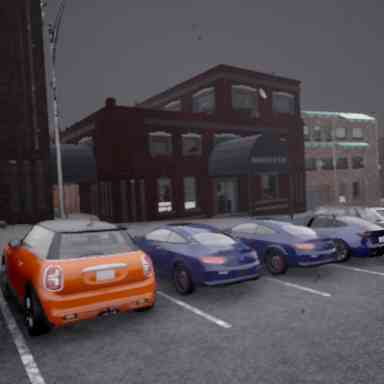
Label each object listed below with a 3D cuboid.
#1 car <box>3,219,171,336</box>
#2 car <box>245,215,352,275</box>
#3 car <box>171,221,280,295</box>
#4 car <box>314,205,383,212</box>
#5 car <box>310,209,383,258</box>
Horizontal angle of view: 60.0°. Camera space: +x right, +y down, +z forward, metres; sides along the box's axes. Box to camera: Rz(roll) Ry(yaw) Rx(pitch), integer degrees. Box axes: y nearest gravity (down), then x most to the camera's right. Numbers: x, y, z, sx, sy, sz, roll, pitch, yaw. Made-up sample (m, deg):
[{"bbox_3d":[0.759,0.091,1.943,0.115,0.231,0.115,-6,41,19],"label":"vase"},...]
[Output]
[{"bbox_3d":[-2.627,1.359,7.096,2.185,1.767,4.553,0,0,-36],"label":"car"},{"bbox_3d":[2.236,1.538,10.611,2.002,1.452,4.674,0,0,-36],"label":"car"},{"bbox_3d":[-0.254,1.531,8.829,2.002,1.452,4.674,0,0,-36],"label":"car"},{"bbox_3d":[6.996,1.386,14.060,2.185,1.767,4.553,0,0,-36],"label":"car"},{"bbox_3d":[4.608,1.535,12.348,2.163,1.488,4.792,0,0,-36],"label":"car"}]
